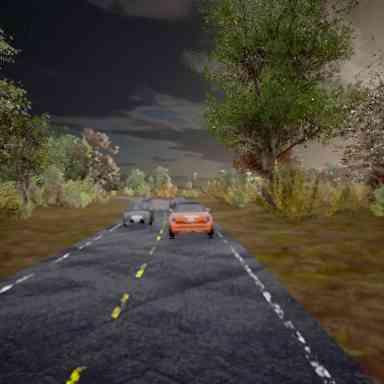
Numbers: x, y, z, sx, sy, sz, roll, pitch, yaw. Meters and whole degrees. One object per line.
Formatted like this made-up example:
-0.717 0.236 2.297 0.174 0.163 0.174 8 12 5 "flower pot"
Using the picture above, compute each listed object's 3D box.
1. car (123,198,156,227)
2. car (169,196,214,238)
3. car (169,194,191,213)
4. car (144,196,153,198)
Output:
-3.481 1.436 22.540 2.128 1.511 4.902 -1 0 -3 "car"
-0.116 1.259 17.242 2.097 1.767 4.553 -1 0 -2 "car"
-1.387 1.182 35.914 2.097 1.767 4.553 -1 0 -6 "car"
-7.970 1.372 60.549 2.033 1.411 5.357 -1 0 -10 "car"
